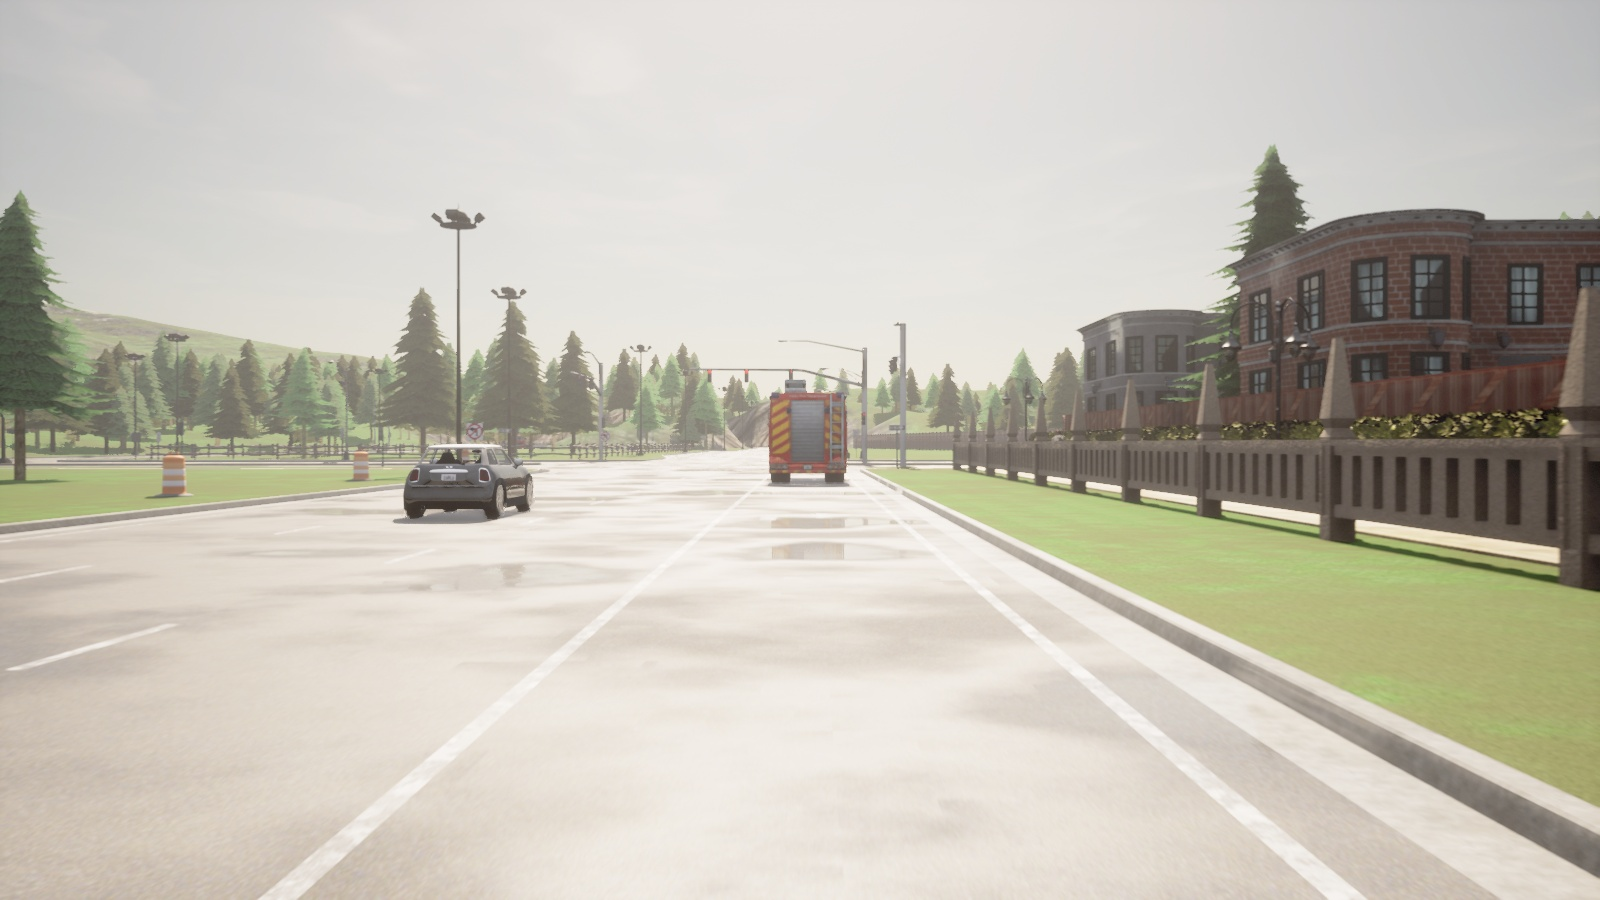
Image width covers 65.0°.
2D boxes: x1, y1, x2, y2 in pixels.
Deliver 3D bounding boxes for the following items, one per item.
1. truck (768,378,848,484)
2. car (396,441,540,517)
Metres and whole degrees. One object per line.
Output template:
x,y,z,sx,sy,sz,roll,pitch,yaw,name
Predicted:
0.299,-0.698,49.682,2.891,3.827,8.468,0,0,0,truck
-6.836,0.558,26.255,1.970,1.475,3.806,0,0,0,car
